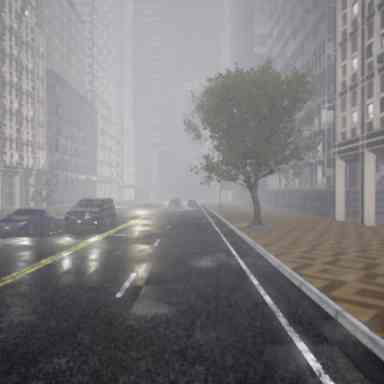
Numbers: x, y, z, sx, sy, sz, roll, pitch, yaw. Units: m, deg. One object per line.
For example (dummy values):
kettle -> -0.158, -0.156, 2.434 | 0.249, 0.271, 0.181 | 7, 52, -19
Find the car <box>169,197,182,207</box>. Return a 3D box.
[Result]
car -> -3.238, 1.948, 61.813 | 1.837, 1.490, 4.892 | 0, 0, 0

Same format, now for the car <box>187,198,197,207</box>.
car -> 0.013, 2.010, 62.154 | 1.994, 1.385, 4.181 | 0, 0, 0

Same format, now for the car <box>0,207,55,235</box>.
car -> -9.814, 1.669, 19.991 | 1.812, 1.442, 4.674 | 0, -1, 0

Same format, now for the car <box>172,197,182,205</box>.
car -> -3.235, 1.920, 72.008 | 1.837, 1.490, 4.892 | 0, 0, 0

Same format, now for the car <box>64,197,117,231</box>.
car -> -6.550, 1.382, 22.128 | 2.150, 2.045, 5.566 | 0, -1, 0

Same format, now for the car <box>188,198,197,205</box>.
car -> 0.015, 2.013, 72.038 | 1.895, 1.301, 4.718 | 0, 0, 0
